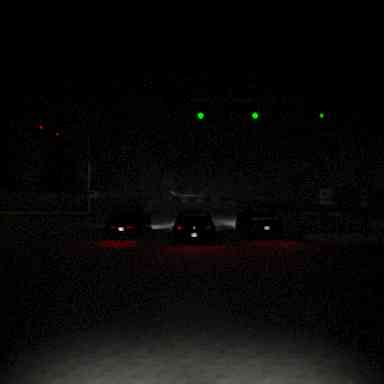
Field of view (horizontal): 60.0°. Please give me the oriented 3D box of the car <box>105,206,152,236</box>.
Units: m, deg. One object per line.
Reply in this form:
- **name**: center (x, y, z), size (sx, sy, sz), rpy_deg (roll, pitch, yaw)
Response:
- **car**: center (-3.400, 1.516, 18.341), size (1.837, 1.490, 4.892), rpy_deg (0, 0, 0)

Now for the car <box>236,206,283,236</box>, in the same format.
- **car**: center (3.600, 1.502, 18.388), size (2.128, 1.511, 4.902), rpy_deg (0, 0, 0)

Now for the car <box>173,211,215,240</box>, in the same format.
- **car**: center (0.100, 1.611, 16.941), size (1.895, 1.301, 4.718), rpy_deg (0, 0, 0)

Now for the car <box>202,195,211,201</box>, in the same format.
- **car**: center (3.500, 1.510, 82.876), size (1.994, 1.385, 4.181), rpy_deg (0, 0, 0)

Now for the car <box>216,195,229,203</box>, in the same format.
- **car**: center (7.000, 1.559, 72.873), size (1.812, 1.442, 4.674), rpy_deg (0, 0, 0)

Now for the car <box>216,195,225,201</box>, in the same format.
- **car**: center (7.000, 1.435, 82.876), size (1.882, 1.535, 5.008), rpy_deg (0, 0, 0)

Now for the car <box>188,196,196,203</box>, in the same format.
- **car**: center (0.000, 1.557, 72.456), size (2.128, 1.511, 4.902), rpy_deg (0, 0, 0)

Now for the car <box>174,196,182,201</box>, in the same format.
- **car**: center (-3.500, 1.553, 82.906), size (1.895, 1.301, 4.718), rpy_deg (0, 0, 0)

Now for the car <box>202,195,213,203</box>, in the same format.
- **car**: center (3.500, 1.571, 72.456), size (2.033, 1.411, 5.357), rpy_deg (0, 0, 0)

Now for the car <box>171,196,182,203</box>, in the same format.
- **car**: center (-3.500, 1.572, 72.456), size (2.033, 1.411, 5.357), rpy_deg (0, 0, 0)
